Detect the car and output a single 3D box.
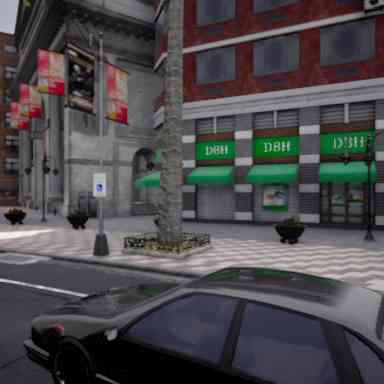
[{"bbox_3d":[0.600,1.548,3.360,5.357,1.411,2.033,0,0,33],"label":"car"}]
